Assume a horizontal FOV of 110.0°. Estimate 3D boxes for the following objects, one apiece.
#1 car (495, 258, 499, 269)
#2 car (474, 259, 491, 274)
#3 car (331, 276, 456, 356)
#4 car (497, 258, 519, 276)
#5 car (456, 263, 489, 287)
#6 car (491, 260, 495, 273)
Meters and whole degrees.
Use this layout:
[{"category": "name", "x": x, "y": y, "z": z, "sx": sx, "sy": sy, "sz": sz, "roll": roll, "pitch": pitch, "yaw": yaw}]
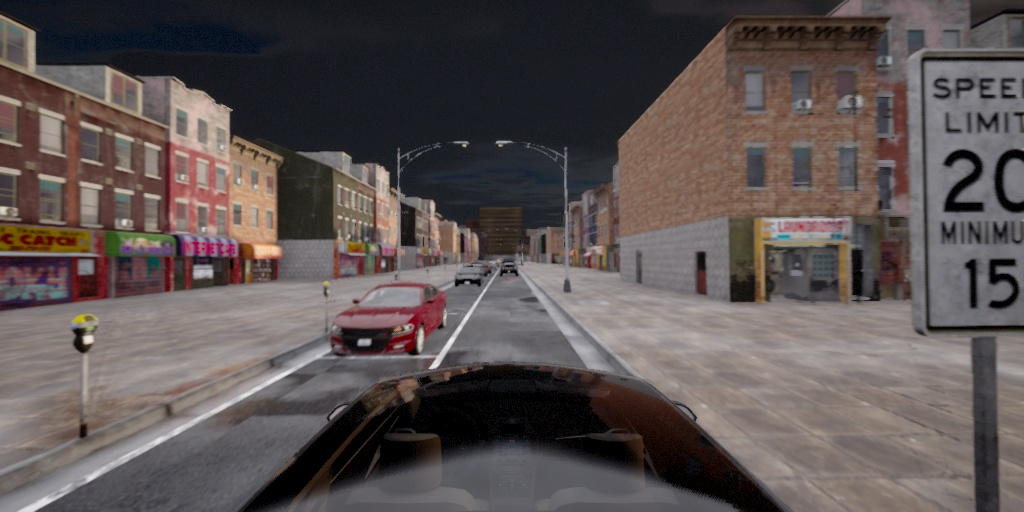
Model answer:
[{"category": "car", "x": -3.294, "y": 1.444, "z": 58.165, "sx": 2.007, "sy": 1.370, "sz": 4.403, "roll": 0, "pitch": 0, "yaw": -1}, {"category": "car", "x": -3.418, "y": 1.344, "z": 35.911, "sx": 1.812, "sy": 1.442, "sz": 4.674, "roll": 0, "pitch": 0, "yaw": -1}, {"category": "car", "x": -2.696, "y": 1.319, "z": 8.727, "sx": 1.888, "sy": 1.381, "sz": 4.507, "roll": 0, "pitch": 0, "yaw": -1}, {"category": "car", "x": -0.316, "y": 1.302, "z": 37.725, "sx": 1.837, "sy": 1.490, "sz": 4.892, "roll": 0, "pitch": 0, "yaw": -1}, {"category": "car", "x": -2.895, "y": 1.357, "z": 25.206, "sx": 1.948, "sy": 1.339, "sz": 4.313, "roll": 0, "pitch": 0, "yaw": -1}, {"category": "car", "x": -3.468, "y": 1.191, "z": 42.882, "sx": 2.097, "sy": 1.767, "sz": 4.553, "roll": 0, "pitch": 0, "yaw": -1}]
